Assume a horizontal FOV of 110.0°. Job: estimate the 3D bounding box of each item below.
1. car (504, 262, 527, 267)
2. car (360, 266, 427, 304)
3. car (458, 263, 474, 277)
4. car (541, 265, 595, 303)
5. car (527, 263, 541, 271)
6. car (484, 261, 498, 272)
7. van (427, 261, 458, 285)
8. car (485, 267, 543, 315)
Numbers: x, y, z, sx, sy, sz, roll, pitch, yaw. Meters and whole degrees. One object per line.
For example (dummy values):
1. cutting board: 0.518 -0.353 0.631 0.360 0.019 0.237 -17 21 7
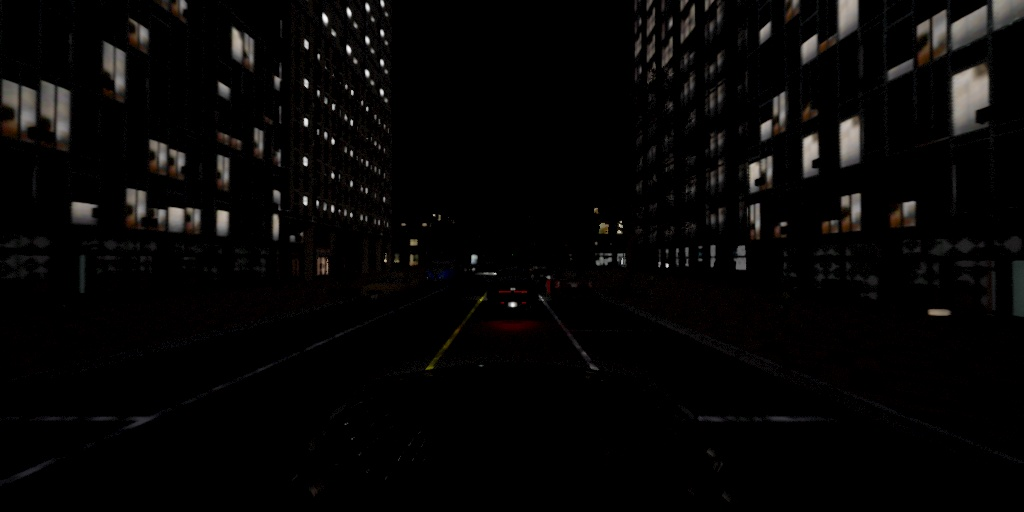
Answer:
1. car: 0.046 1.464 30.437 1.882 1.535 5.008 0 0 0
2. car: -5.696 1.405 17.232 1.751 1.417 4.829 0 0 0
3. car: -5.703 1.505 40.170 1.967 1.591 4.097 0 0 0
4. car: 2.685 1.320 17.389 1.967 1.591 4.097 0 0 0
5. car: 2.679 1.570 34.464 2.007 1.370 4.403 0 0 0
6. car: -3.041 1.719 53.203 2.033 1.411 5.357 0 0 0
7. van: -5.699 1.313 28.786 1.690 1.789 3.998 0 0 0
8. car: 0.043 1.360 14.249 1.837 1.490 4.892 0 0 0
